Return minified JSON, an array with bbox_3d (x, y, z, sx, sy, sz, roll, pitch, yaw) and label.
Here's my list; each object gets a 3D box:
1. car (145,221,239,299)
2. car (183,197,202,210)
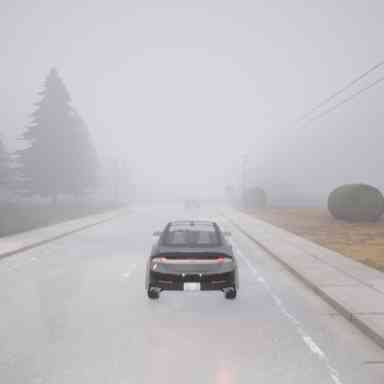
[{"bbox_3d":[0.002,1.463,8.348,2.128,1.511,4.902,0,0,0],"label":"car"},{"bbox_3d":[0.062,1.340,39.795,1.837,1.490,4.892,0,0,0],"label":"car"}]
